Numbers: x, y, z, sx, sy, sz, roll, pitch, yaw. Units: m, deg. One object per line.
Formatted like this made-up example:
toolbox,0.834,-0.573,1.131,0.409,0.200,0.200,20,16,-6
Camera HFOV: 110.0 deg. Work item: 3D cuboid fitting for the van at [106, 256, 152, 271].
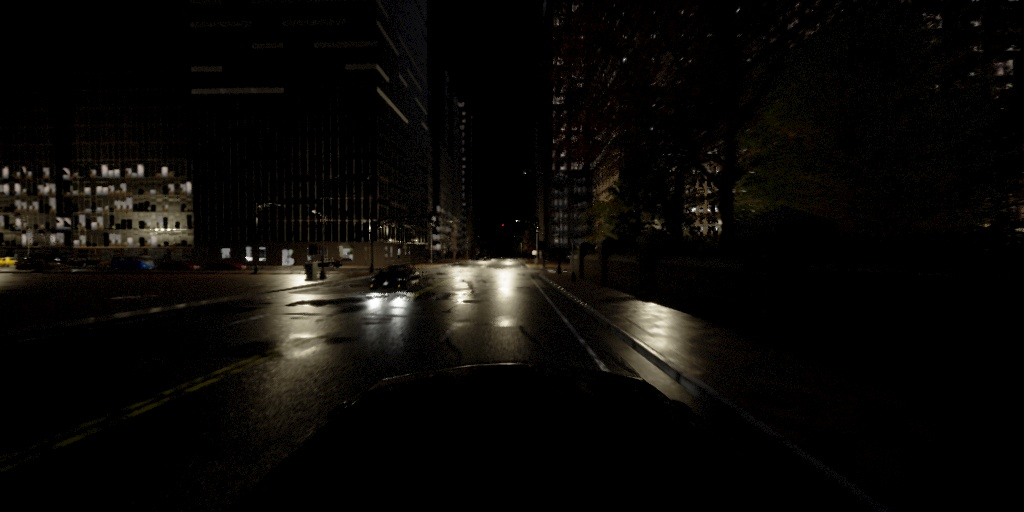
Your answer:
van,-43.969,0.883,41.629,3.998,1.789,1.690,0,0,2

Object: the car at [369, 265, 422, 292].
car,-6.586,1.232,20.641,1.994,1.385,4.181,0,0,0

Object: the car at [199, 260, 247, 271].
car,-32.871,1.155,41.286,4.207,1.307,1.802,0,0,2

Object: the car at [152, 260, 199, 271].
car,-38.420,1.140,41.458,4.207,1.307,1.802,0,0,2

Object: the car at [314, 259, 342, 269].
car,-25.546,1.011,49.152,4.313,1.339,1.948,0,0,2
